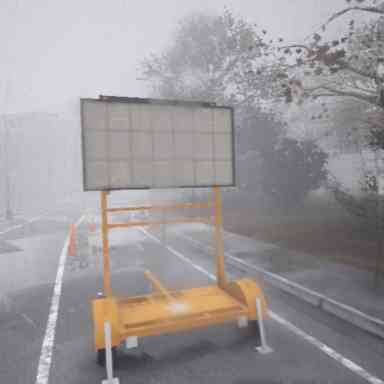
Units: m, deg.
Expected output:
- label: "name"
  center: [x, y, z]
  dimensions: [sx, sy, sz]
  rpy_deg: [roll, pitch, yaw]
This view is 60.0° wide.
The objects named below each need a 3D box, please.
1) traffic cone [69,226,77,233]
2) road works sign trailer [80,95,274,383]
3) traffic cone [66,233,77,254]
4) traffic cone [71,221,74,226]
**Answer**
- label: "traffic cone"
  center: [-4.824, 1.789, 13.372]
  dimensions: [0.340, 0.580, 0.340]
  rpy_deg: [-2, 1, -19]
- label: "road works sign trailer"
  center: [-0.484, 0.349, 5.335]
  dimensions: [2.380, 3.560, 2.880]
  rpy_deg: [-2, 1, -20]
- label: "traffic cone"
  center: [-4.163, 1.812, 11.485]
  dimensions: [0.340, 0.580, 0.340]
  rpy_deg: [-2, 1, -19]
- label: "traffic cone"
  center: [-5.484, 1.767, 15.260]
  dimensions: [0.340, 0.580, 0.340]
  rpy_deg: [-2, 1, -19]
